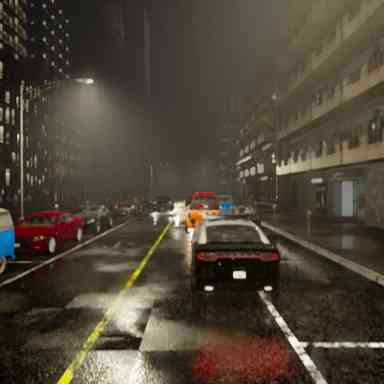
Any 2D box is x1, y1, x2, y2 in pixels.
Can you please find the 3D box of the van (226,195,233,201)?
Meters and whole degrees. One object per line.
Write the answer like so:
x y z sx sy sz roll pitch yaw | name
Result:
2.726 1.146 29.550 1.690 1.788 3.998 0 0 0 | van

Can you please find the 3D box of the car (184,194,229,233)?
0.681 1.219 18.801 2.097 1.767 4.553 0 0 0 | car

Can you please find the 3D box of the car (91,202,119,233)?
-5.669 1.441 18.516 1.947 1.339 4.313 0 0 0 | car

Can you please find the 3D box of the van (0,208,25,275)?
-5.683 1.289 7.469 1.690 1.788 3.998 0 0 0 | van

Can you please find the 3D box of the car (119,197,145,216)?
-5.655 1.245 29.562 1.967 1.590 4.097 0 0 0 | car

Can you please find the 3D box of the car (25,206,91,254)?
-5.676 1.455 12.994 1.887 1.381 4.507 0 0 0 | car

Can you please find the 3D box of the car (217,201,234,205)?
2.712 1.425 18.506 2.008 1.369 4.403 0 0 0 | car

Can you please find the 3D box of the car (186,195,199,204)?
0.072 1.206 54.427 2.033 1.411 5.357 0 0 0 | car

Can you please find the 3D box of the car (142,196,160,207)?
-5.634 1.257 46.130 2.008 1.369 4.403 0 0 0 | car

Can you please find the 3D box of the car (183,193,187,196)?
0.086 1.221 44.234 1.837 1.490 4.892 0 0 1 | car

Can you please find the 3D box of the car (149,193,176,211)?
-3.038 1.118 35.955 2.097 1.767 4.553 0 0 0 | car

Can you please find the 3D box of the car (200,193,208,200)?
2.790 1.047 79.425 1.752 1.417 4.829 0 0 0 | car

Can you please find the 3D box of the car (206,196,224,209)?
2.740 1.283 40.596 1.887 1.381 4.507 0 0 0 | car

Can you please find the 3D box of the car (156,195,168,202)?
-5.612 1.177 62.699 1.947 1.339 4.313 0 0 0 | car

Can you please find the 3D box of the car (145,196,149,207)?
-5.641 1.290 40.607 2.008 1.369 4.403 0 0 0 | car

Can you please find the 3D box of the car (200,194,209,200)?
2.783 1.117 73.733 1.947 1.339 4.313 0 0 0 | car

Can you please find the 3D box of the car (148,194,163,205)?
-5.627 1.115 51.653 1.967 1.590 4.097 0 0 0 | car

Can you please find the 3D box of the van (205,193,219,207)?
2.747 1.048 46.117 1.690 1.788 3.998 0 0 0 | van

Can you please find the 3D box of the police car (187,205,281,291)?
0.912 1.363 8.947 1.930 1.638 5.238 0 0 0 | police car
